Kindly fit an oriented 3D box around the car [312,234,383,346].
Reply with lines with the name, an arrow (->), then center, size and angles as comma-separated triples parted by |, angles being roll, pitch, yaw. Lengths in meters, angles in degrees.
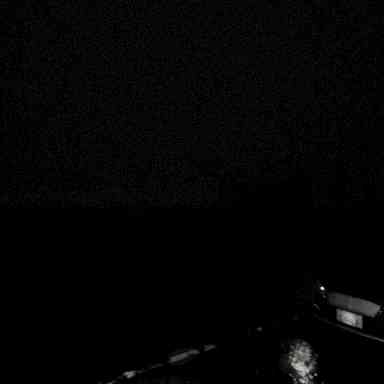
car -> 4.182, 1.483, 6.042 | 4.902, 1.511, 2.128 | 0, 0, -35
